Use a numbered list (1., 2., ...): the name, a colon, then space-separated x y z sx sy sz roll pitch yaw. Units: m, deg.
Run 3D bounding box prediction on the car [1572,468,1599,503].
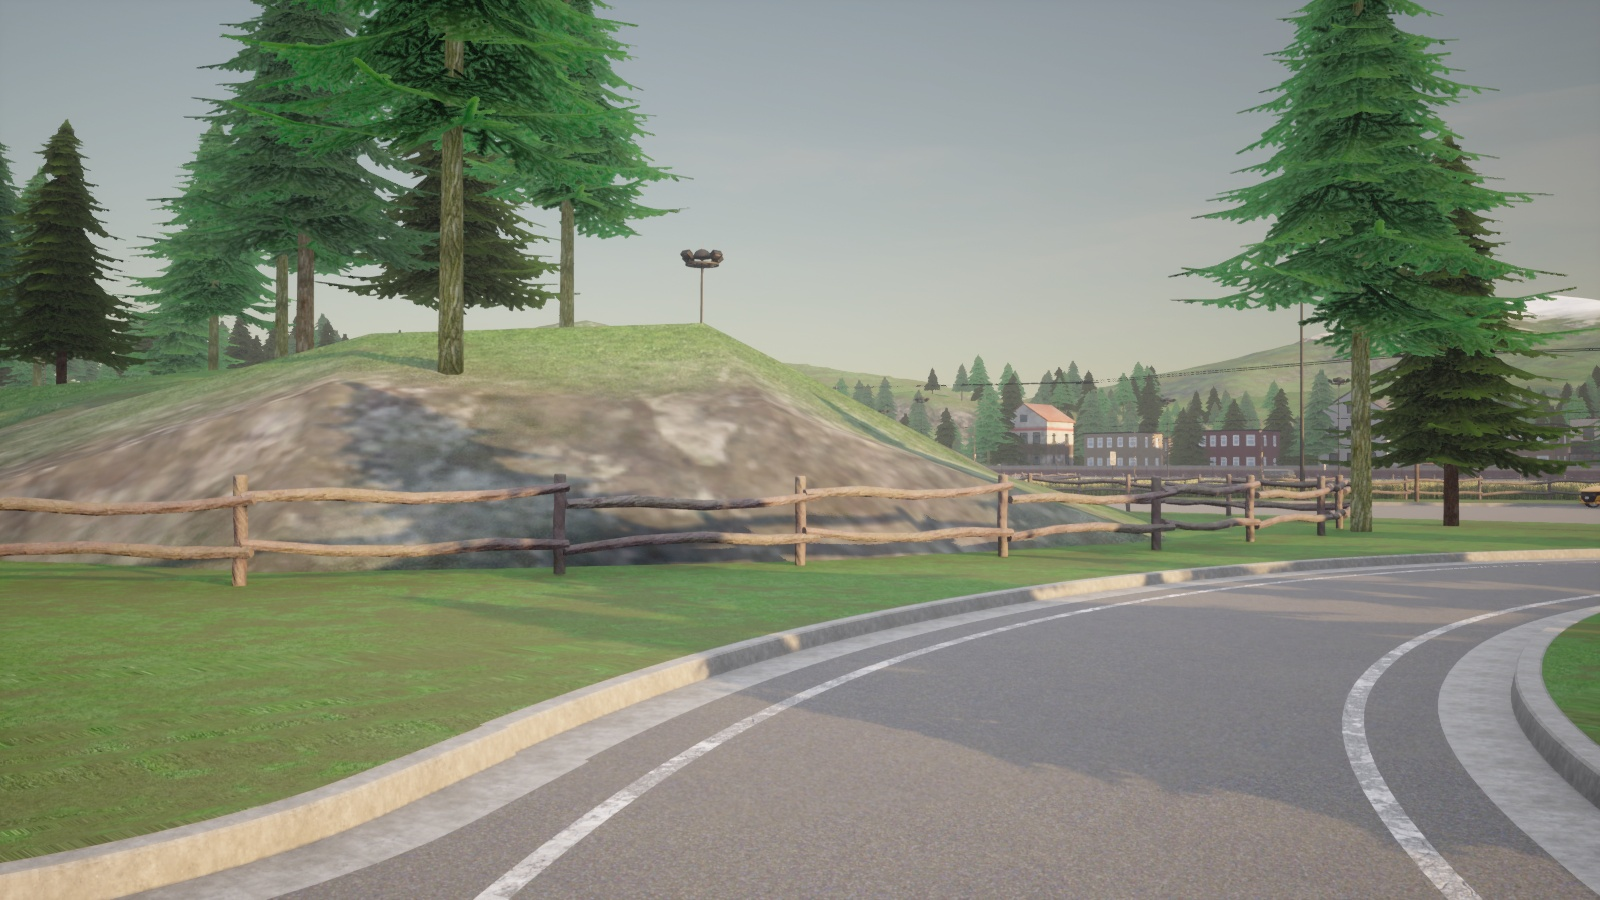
1. car: 38.273 1.599 57.318 5.008 1.535 1.882 0 -1 -5
